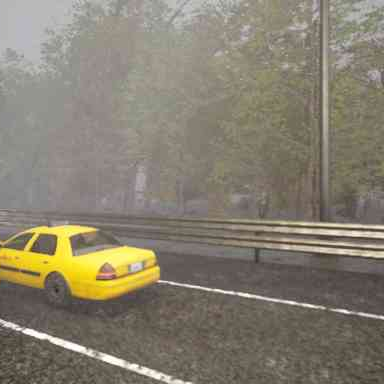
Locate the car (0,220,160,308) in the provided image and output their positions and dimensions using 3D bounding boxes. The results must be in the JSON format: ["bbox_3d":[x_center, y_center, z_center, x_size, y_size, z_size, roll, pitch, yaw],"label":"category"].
[{"bbox_3d":[-3.287,1.445,7.800,5.366,1.575,1.801,0,0,31],"label":"car"}]
